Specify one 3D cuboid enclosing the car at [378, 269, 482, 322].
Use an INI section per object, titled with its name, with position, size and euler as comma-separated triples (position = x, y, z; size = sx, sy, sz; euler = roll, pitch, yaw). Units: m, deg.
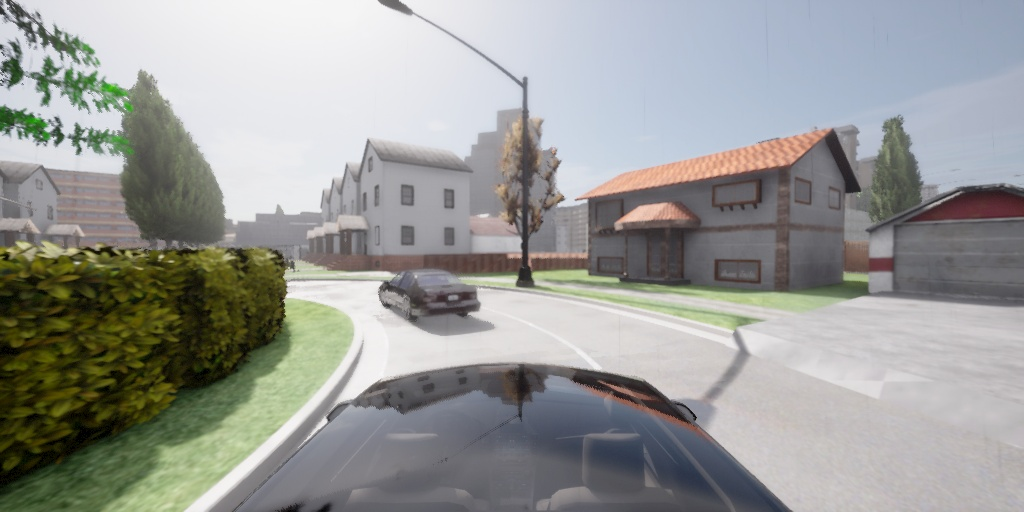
[car]
position = -2.897, 1.118, 11.675
size = 2.033, 1.411, 5.357
euler = -1, 1, -32
